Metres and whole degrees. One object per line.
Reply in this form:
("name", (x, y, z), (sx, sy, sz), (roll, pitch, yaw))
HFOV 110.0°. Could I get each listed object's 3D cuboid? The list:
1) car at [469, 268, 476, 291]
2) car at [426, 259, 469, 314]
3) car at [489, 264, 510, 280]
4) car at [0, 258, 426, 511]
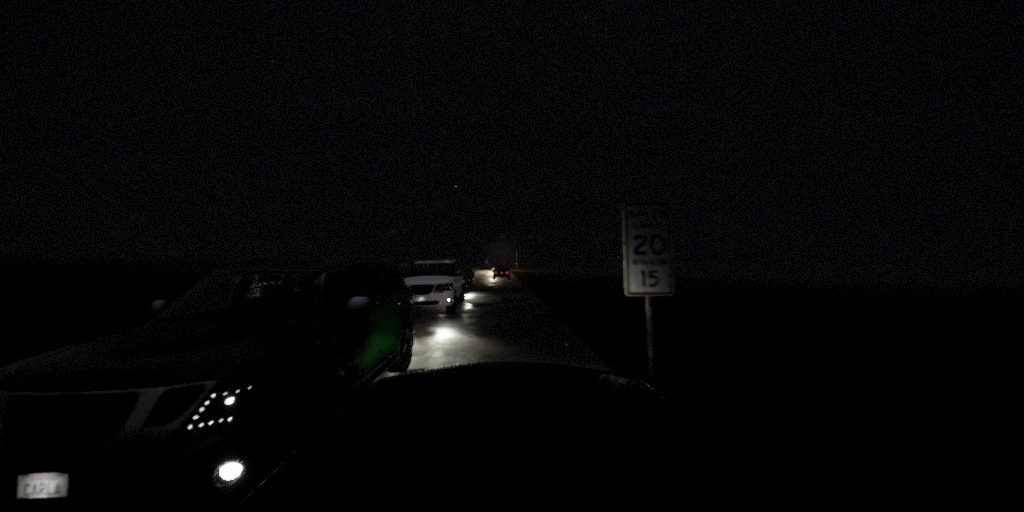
("car", (-3.597, 1.542, 25.270), (1.882, 1.535, 5.008), (-1, -1, -2))
("car", (-3.255, 1.164, 15.198), (2.150, 2.045, 5.566), (-1, -1, -2))
("car", (-1.121, 1.754, 38.371), (2.033, 1.411, 5.357), (-1, -1, -2))
("car", (-2.891, 1.046, 4.897), (2.150, 2.045, 5.566), (-1, -1, -2))
